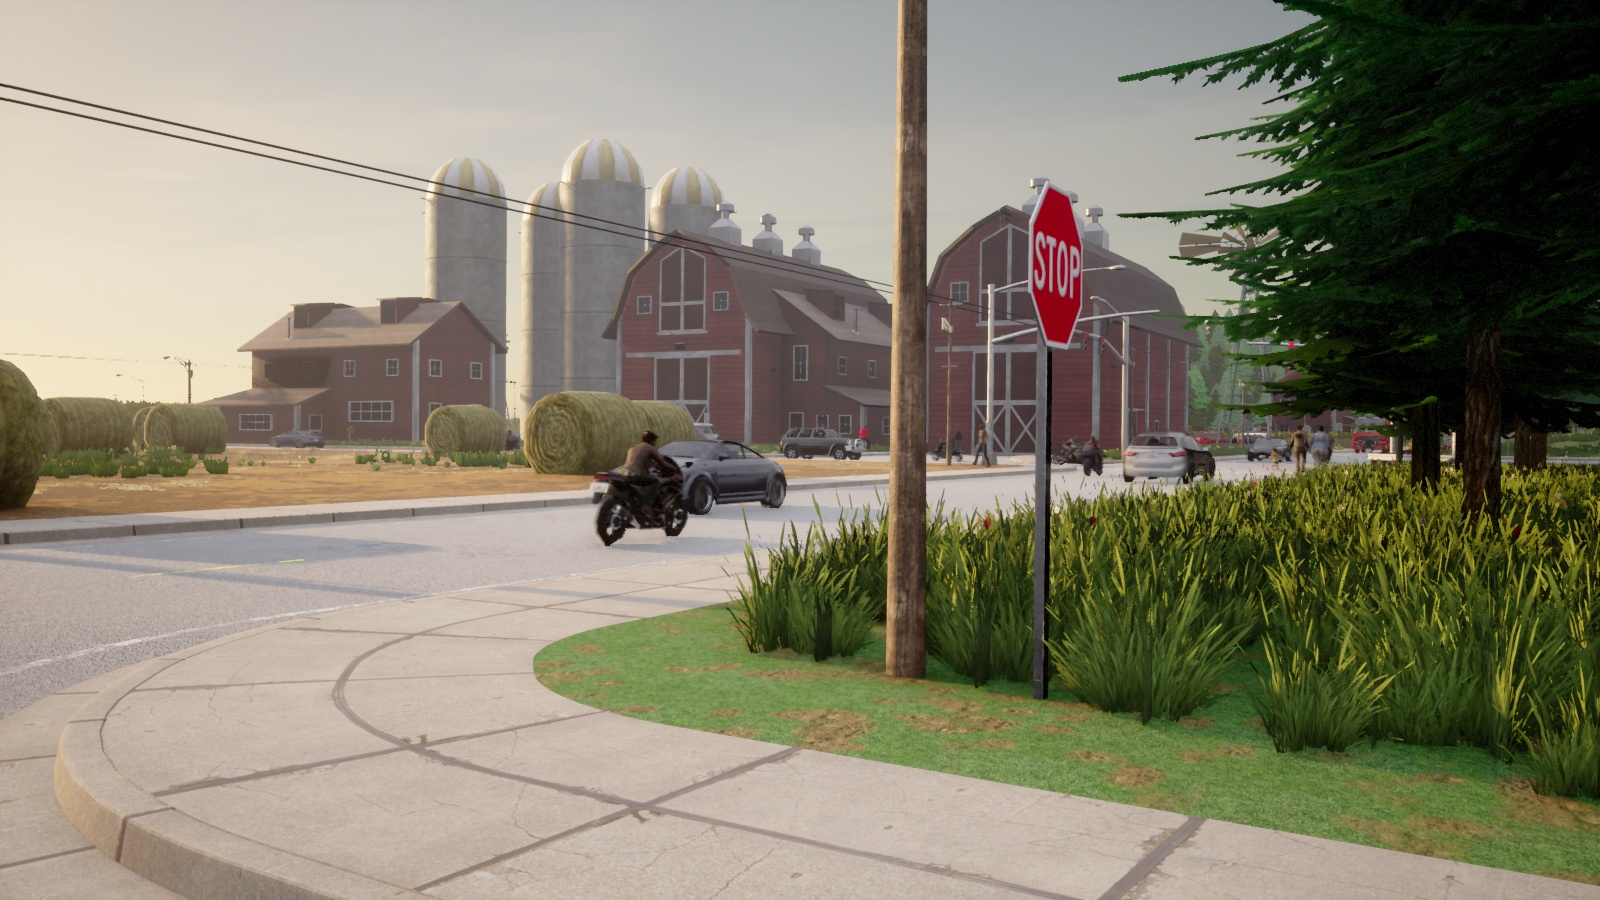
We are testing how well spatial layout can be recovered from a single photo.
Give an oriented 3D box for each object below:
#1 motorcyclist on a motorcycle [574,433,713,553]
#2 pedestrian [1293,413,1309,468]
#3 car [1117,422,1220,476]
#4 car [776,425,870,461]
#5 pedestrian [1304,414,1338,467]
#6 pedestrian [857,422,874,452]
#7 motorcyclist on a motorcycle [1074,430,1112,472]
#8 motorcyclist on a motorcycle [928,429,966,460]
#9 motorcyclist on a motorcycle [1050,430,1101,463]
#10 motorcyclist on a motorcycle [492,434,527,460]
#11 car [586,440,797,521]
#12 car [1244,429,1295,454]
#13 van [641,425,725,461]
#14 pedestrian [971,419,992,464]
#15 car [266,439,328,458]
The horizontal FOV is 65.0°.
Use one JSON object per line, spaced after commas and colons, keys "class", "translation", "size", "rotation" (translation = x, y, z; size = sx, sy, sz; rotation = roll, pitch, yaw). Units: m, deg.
{"class": "motorcyclist on a motorcycle", "translation": [-2.095, 0.534, 17.121], "size": [0.797, 1.523, 2.044], "rotation": [0, 1, 30]}
{"class": "pedestrian", "translation": [17.771, -0.348, 44.571], "size": [0.396, 1.930, 0.692], "rotation": [0, 1, 34]}
{"class": "car", "translation": [12.334, -0.072, 41.787], "size": [2.242, 1.667, 4.611], "rotation": [0, 1, 30]}
{"class": "car", "translation": [1.217, -0.367, 66.538], "size": [4.605, 1.855, 1.932], "rotation": [0, 1, 29]}
{"class": "pedestrian", "translation": [18.412, -0.351, 44.389], "size": [0.874, 1.855, 0.900], "rotation": [0, 1, 39]}
{"class": "pedestrian", "translation": [4.070, -0.829, 78.253], "size": [0.634, 1.844, 0.899], "rotation": [0, 1, 43]}
{"class": "motorcyclist on a motorcycle", "translation": [10.735, 0.023, 45.985], "size": [0.797, 1.523, 2.044], "rotation": [0, 1, 30]}
{"class": "motorcyclist on a motorcycle", "translation": [7.824, -0.297, 66.847], "size": [1.817, 1.590, 0.866], "rotation": [1, 1, 29]}
{"class": "motorcyclist on a motorcycle", "translation": [13.134, -0.160, 59.842], "size": [2.191, 1.530, 0.866], "rotation": [0, 1, 30]}
{"class": "motorcyclist on a motorcycle", "translation": [-17.889, -0.195, 77.255], "size": [2.044, 1.523, 0.797], "rotation": [0, 2, 29]}
{"class": "car", "translation": [-1.980, 0.517, 24.250], "size": [1.994, 1.385, 4.181], "rotation": [0, 1, 30]}
{"class": "car", "translation": [28.703, -0.541, 76.700], "size": [2.163, 1.488, 4.792], "rotation": [0, 1, 30]}
{"class": "van", "translation": [-6.624, -0.416, 70.935], "size": [4.442, 1.987, 1.775], "rotation": [0, 1, 29]}
{"class": "pedestrian", "translation": [7.361, -0.356, 50.871], "size": [0.869, 1.805, 0.328], "rotation": [-1, 1, -37]}
{"class": "car", "translation": [-36.834, -0.118, 91.899], "size": [4.181, 1.385, 1.994], "rotation": [0, 1, 29]}
